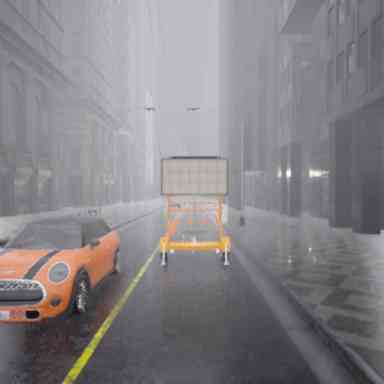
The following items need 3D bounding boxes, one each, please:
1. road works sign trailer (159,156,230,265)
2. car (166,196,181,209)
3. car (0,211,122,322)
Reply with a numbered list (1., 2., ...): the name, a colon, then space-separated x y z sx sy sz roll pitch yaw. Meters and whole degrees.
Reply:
1. road works sign trailer: 0.094 0.522 11.966 2.380 3.560 2.880 0 0 0
2. car: -2.742 1.810 51.764 1.812 1.442 4.674 0 0 1
3. car: -3.051 1.387 7.566 2.097 1.767 4.553 0 0 0
